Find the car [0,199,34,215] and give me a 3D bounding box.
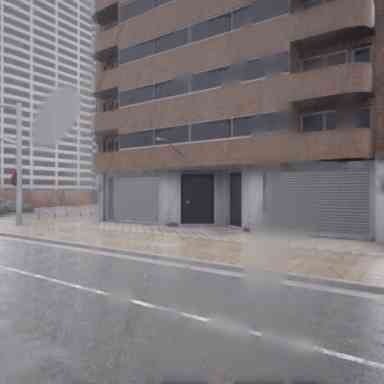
[{"bbox_3d":[-18.141,1.563,33.340,1.994,1.385,4.181,0,0,34],"label":"car"}]
